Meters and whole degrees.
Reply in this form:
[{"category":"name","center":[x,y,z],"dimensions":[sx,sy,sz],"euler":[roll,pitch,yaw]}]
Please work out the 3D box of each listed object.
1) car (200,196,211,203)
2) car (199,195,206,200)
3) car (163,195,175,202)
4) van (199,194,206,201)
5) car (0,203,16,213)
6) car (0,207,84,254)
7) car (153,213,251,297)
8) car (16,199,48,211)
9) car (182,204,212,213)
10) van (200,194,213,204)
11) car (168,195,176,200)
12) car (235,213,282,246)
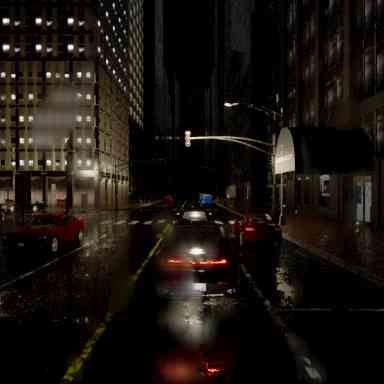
[{"category":"car","center":[2.784,1.534,69.874],"dimensions":[2.008,1.369,4.403],"euler":[0,0,0]},{"category":"car","center":[2.816,1.550,92.661],"dimensions":[1.802,1.307,4.206],"euler":[0,0,0]},{"category":"car","center":[-5.588,1.524,75.583],"dimensions":[1.887,1.381,4.507],"euler":[0,0,0]},{"category":"van","center":[2.807,1.313,86.965],"dimensions":[1.690,1.788,3.998],"euler":[0,0,0]},{"category":"car","center":[-18.569,1.308,28.881],"dimensions":[5.009,1.841,2.192],"euler":[0,0,1]},{"category":"car","center":[-5.806,1.543,13.523],"dimensions":[1.887,1.381,4.507],"euler":[0,0,0]},{"category":"car","center":[0.111,1.504,8.535],"dimensions":[1.837,1.490,4.892],"euler":[0,0,0]},{"category":"car","center":[-18.470,1.499,37.262],"dimensions":[4.403,1.369,2.008],"euler":[0,0,1]},{"category":"car","center":[0.125,1.562,17.411],"dimensions":[1.994,1.385,4.181],"euler":[0,0,0]},{"category":"van","center":[2.766,1.329,58.481],"dimensions":[1.690,1.788,3.998],"euler":[0,0,0]},{"category":"car","center":[-5.564,1.533,92.674],"dimensions":[1.947,1.339,4.313],"euler":[0,0,0]},{"category":"car","center":[2.835,1.580,14.888],"dimensions":[1.802,1.307,4.206],"euler":[0,0,0]}]
